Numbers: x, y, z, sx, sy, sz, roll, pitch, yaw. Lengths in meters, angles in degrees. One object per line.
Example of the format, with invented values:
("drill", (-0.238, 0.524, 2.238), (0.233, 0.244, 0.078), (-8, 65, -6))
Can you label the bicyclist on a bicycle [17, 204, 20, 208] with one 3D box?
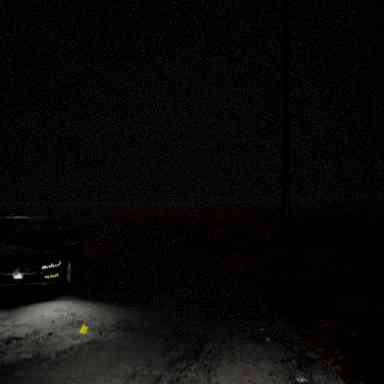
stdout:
("bicyclist on a bicycle", (-27.713, 2.795, 52.887), (1.843, 1.776, 0.659), (-1, -3, 35))

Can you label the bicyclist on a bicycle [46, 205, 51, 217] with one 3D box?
("bicyclist on a bicycle", (-20.204, 2.662, 46.871), (1.656, 1.620, 0.582), (-2, -4, 43))

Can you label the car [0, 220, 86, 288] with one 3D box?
("car", (-4.235, 1.629, 9.638), (1.837, 1.490, 4.892), (1, -1, -11))

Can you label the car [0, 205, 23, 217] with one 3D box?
("car", (-25.207, 2.609, 46.040), (5.008, 1.535, 1.882), (-1, -3, 40))
